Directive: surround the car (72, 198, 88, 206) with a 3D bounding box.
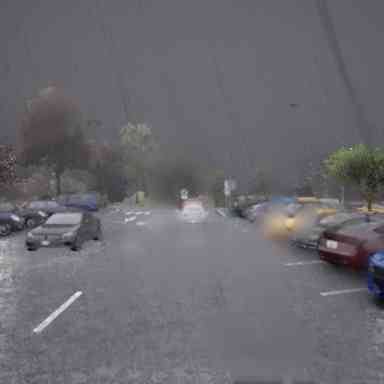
[{"bbox_3d":[-10.964,1.462,26.033,4.892,1.521,2.231,-1,0,-20],"label":"car"}]

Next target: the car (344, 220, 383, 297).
[{"bbox_3d":[5.994,1.480,6.917,5.008,1.535,2.097,1,0,-20],"label":"car"}]

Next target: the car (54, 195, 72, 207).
[{"bbox_3d":[-10.928,1.338,23.019,4.553,1.767,2.185,-1,0,-20],"label":"car"}]

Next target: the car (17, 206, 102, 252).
[{"bbox_3d":[-5.102,1.512,13.915,1.812,1.442,4.674,0,0,0],"label":"car"}]

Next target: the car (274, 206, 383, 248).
[{"bbox_3d":[5.997,1.475,12.832,4.892,1.521,2.231,1,0,-20],"label":"car"}]

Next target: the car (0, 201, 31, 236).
[{"bbox_3d":[-10.980,1.345,16.954,4.553,1.767,2.185,-1,0,-20],"label":"car"}]

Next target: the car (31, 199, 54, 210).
[{"bbox_3d":[-10.988,1.342,19.981,4.553,1.767,2.185,-1,0,-20],"label":"car"}]

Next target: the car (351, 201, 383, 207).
[{"bbox_3d":[22.448,2.255,40.389,1.946,1.575,5.366,2,1,-21],"label":"car"}]

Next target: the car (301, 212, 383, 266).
[{"bbox_3d":[6.020,1.507,9.883,4.792,1.488,2.163,1,0,-20],"label":"car"}]

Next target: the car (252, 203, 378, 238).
[{"bbox_3d":[5.824,1.466,15.715,5.366,1.575,1.946,1,0,-20],"label":"car"}]

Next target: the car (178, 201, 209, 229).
[{"bbox_3d":[0.091,1.505,21.587,1.812,1.442,4.674,0,0,0],"label":"car"}]

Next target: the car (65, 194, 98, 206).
[{"bbox_3d":[-10.984,1.207,29.037,5.566,2.045,2.435,-1,0,-20],"label":"car"}]

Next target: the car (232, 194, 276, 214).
[{"bbox_3d":[6.016,1.208,27.637,5.566,2.045,2.435,1,0,-20],"label":"car"}]

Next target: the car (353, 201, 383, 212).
[{"bbox_3d":[31.388,2.555,58.983,1.946,1.575,5.366,2,-1,-21],"label":"car"}]

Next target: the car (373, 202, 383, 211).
[{"bbox_3d":[34.863,2.690,58.833,2.163,1.488,4.792,2,-1,-21],"label":"car"}]

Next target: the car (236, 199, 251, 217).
[{"bbox_3d":[5.990,1.502,24.661,4.674,1.452,2.002,1,0,-20],"label":"car"}]

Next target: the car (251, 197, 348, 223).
[{"bbox_3d":[6.025,1.343,18.753,4.553,1.767,2.185,1,0,-20],"label":"car"}]

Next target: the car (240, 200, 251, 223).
[{"bbox_3d":[5.997,1.466,21.704,4.892,1.521,2.231,1,0,-20],"label":"car"}]

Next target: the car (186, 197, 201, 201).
[{"bbox_3d":[0.175,1.324,35.724,2.097,1.767,4.553,0,0,2],"label":"car"}]
